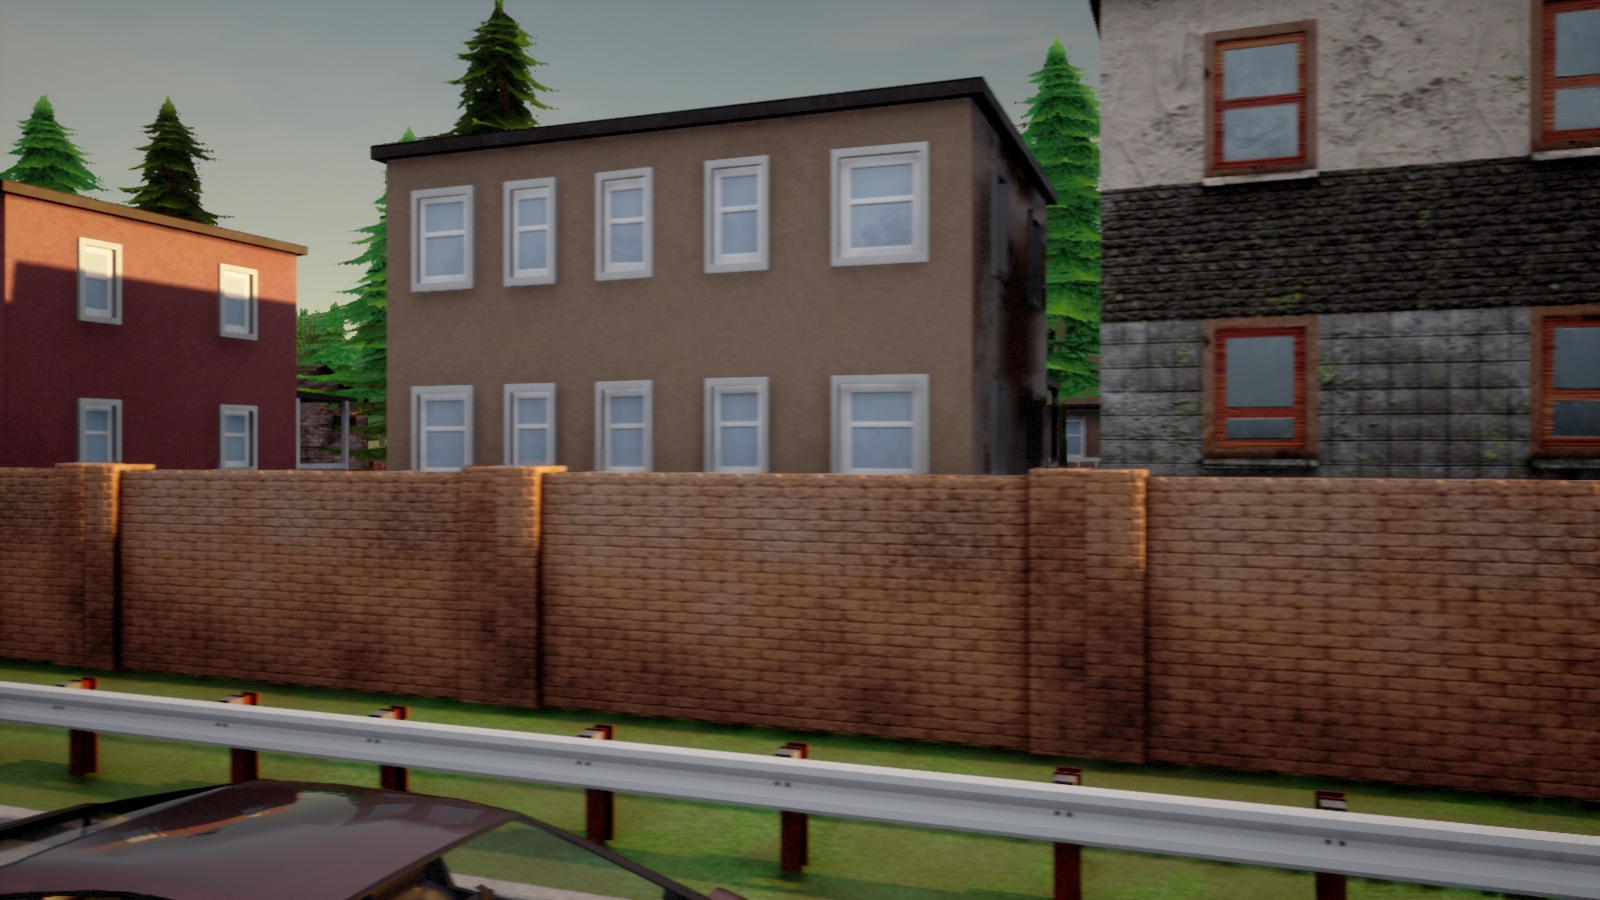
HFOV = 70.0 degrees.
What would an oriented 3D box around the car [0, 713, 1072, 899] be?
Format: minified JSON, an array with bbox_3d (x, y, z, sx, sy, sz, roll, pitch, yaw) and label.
[{"bbox_3d":[-1.506,2.041,3.850,4.514,1.525,2.007,0,0,20],"label":"car"}]
